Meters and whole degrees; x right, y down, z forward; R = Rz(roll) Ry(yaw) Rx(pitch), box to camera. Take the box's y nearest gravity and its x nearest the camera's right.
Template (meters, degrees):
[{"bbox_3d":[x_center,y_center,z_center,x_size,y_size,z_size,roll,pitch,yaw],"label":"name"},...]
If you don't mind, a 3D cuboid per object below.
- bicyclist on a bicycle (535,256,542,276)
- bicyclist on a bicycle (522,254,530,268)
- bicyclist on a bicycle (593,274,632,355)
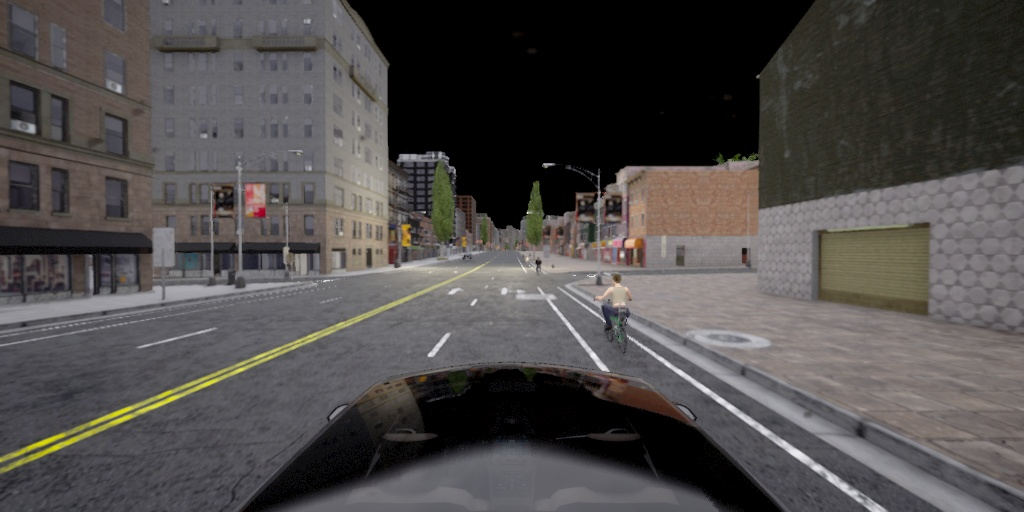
[{"bbox_3d":[2.243,0.905,30.595,0.659,1.776,1.843,-1,1,0],"label":"bicyclist on a bicycle"},{"bbox_3d":[2.271,0.876,52.666,0.866,1.612,1.509,0,1,0],"label":"bicyclist on a bicycle"},{"bbox_3d":[2.233,1.182,7.735,0.866,1.612,1.509,0,0,0],"label":"bicyclist on a bicycle"}]
